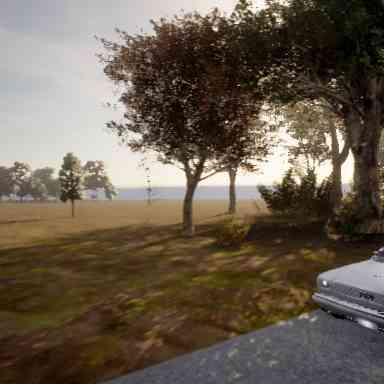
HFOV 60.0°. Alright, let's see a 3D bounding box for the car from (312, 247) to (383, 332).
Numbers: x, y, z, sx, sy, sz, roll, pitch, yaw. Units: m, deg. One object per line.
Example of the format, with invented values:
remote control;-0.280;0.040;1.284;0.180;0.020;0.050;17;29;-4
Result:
car;4.324;1.542;5.980;4.718;1.301;1.895;-1;1;-34
